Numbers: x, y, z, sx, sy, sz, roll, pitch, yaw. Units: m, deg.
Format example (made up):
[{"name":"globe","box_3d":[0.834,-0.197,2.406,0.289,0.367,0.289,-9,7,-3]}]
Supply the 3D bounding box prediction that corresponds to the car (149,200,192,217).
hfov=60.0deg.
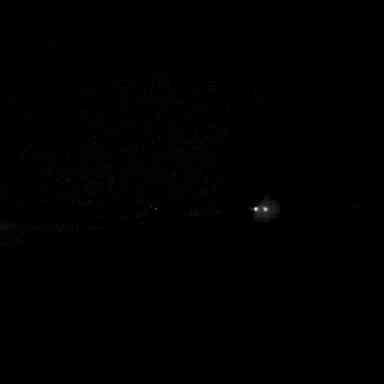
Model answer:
[{"name":"car","box_3d":[-1.763,1.364,28.784,1.994,1.385,4.181,1,0,36]}]

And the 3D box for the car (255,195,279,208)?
[{"name":"car","box_3d":[12.406,1.479,54.681,2.150,2.045,5.566,1,-1,35]}]
